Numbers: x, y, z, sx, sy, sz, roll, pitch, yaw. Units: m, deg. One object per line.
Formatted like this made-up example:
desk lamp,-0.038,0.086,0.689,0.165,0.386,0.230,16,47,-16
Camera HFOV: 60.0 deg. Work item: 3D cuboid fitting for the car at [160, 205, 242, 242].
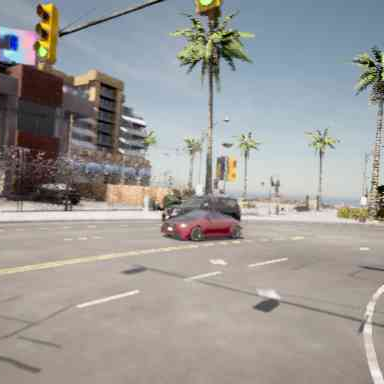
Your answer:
car,0.539,1.586,16.456,4.181,1.385,1.994,4,0,-40

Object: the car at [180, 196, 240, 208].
car,0.755,1.253,21.270,5.566,2.045,2.150,4,0,-38
